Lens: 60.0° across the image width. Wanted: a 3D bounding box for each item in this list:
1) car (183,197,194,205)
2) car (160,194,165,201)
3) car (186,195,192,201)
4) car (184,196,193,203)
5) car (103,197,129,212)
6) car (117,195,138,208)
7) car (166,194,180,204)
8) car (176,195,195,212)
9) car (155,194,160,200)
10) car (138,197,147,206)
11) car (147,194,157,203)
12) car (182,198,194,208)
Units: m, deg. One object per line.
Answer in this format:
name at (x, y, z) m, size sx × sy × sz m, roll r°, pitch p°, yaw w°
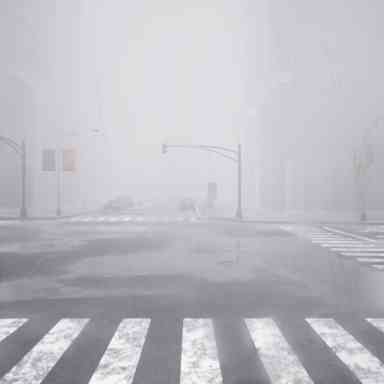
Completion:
car at (-0.671, 1.597, 60.750) m, size 1.887 × 1.381 × 4.507 m, roll 0°, pitch 0°, yaw 0°
car at (-9.365, 1.686, 93.268) m, size 1.887 × 1.381 × 4.507 m, roll 0°, pitch 0°, yaw 0°
car at (-0.841, 1.686, 93.300) m, size 1.887 × 1.381 × 4.507 m, roll 0°, pitch 0°, yaw 0°
car at (-0.728, 1.605, 71.770) m, size 1.752 × 1.417 × 4.829 m, roll 0°, pitch 0°, yaw 0°
car at (-9.083, 1.570, 39.009) m, size 1.947 × 1.339 × 4.313 m, roll 0°, pitch 0°, yaw 0°
car at (-9.112, 1.330, 44.436) m, size 2.192 × 1.841 × 5.009 m, roll 0°, pitch 0°, yaw 0°
car at (-3.456, 1.665, 65.661) m, size 1.895 × 1.301 × 4.718 m, roll 0°, pitch 0°, yaw 0°
car at (-0.559, 1.444, 39.051) m, size 1.967 × 1.590 × 4.097 m, roll 0°, pitch 0°, yaw 0°
car at (-9.281, 1.409, 76.991) m, size 2.192 × 1.841 × 5.009 m, roll 0°, pitch 0°, yaw 0°
car at (-9.167, 1.564, 55.117) m, size 1.752 × 1.417 × 4.829 m, roll 0°, pitch 0°, yaw 0°
car at (-9.252, 1.661, 71.565) m, size 1.802 × 1.307 × 4.206 m, roll 0°, pitch 0°, yaw 0°
car at (-0.615, 1.609, 49.900) m, size 1.802 × 1.307 × 4.206 m, roll 0°, pitch 0°, yaw 0°
